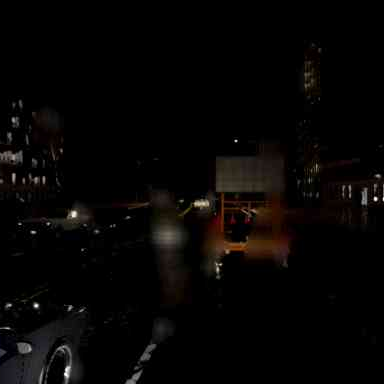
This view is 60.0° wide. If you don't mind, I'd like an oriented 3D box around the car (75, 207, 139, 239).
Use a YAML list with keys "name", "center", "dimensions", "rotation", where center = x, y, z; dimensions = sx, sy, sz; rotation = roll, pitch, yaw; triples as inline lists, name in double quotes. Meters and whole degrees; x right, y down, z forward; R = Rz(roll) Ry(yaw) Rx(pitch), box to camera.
- name: "car"
  center: [-4.071, 1.514, 17.413]
  dimensions: [1.812, 1.442, 4.674]
  rotation: [0, 0, 6]

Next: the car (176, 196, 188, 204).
- name: "car"
  center: [-1.853, 1.431, 60.817]
  dimensions: [1.812, 1.442, 4.674]
  rotation: [0, 0, 0]

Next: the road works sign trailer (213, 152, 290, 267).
- name: "road works sign trailer"
  center: [1.967, 0.456, 11.434]
  dimensions: [2.380, 3.560, 2.880]
  rotation: [0, 0, 6]

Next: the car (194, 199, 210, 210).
- name: "car"
  center: [1.211, 1.548, 40.676]
  dimensions: [1.895, 1.301, 4.718]
  rotation: [0, 0, 2]

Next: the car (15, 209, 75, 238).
- name: "car"
  center: [-7.266, 1.590, 17.897]
  dimensions: [1.895, 1.301, 4.718]
  rotation: [0, 0, 6]

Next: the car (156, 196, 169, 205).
- name: "car"
  center: [-5.089, 1.461, 58.477]
  dimensions: [2.033, 1.411, 5.357]
  rotation: [0, 0, 0]

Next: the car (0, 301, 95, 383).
- name: "car"
  center: [-2.503, 1.547, 1.981]
  dimensions: [2.033, 1.411, 5.357]
  rotation: [0, 0, 8]
